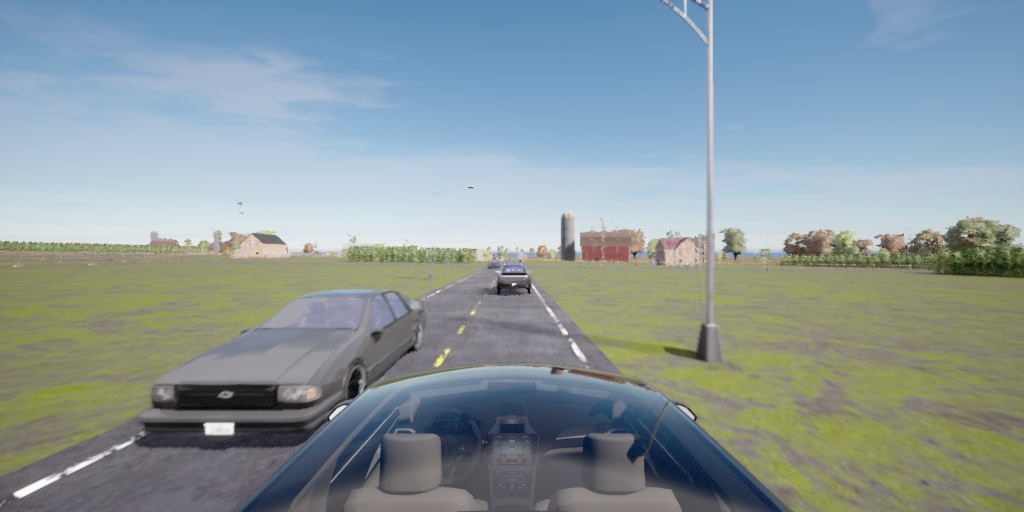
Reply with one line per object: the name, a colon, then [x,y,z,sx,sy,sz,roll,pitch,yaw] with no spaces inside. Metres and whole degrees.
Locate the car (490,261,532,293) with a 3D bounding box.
car: [0.105,1.243,20.501,2.128,1.511,4.902,0,0,0]

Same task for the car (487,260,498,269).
car: [-2.750,1.348,55.589,1.994,1.385,4.181,0,0,0]

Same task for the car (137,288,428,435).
car: [-2.849,1.297,6.154,2.033,1.411,5.357,0,0,0]
